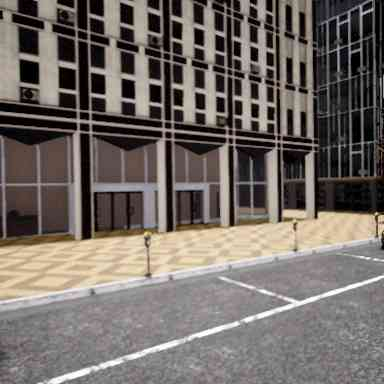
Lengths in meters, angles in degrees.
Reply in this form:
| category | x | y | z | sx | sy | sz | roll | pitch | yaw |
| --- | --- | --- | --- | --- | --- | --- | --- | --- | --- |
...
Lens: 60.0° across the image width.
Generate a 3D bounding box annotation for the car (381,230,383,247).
| category | x | y | z | sx | sy | sz | roll | pitch | yaw |
| --- | --- | --- | --- | --- | --- | --- | --- | --- | --- |
| car | 9.209 | 1.493 | 13.102 | 4.313 | 1.339 | 1.947 | 0 | -1 | -35 |
